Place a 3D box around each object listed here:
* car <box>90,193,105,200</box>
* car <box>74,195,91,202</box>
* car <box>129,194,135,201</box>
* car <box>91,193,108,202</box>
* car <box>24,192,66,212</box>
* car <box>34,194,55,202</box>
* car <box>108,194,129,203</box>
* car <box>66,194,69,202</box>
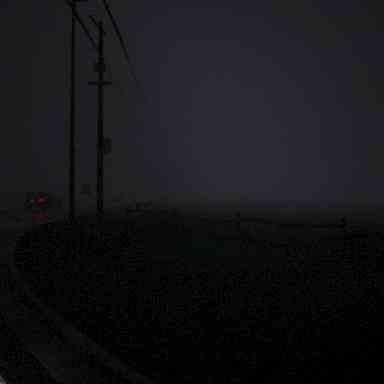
[{"bbox_3d":[-20.467,0.993,72.181,1.994,1.385,4.181,0,0,-1],"label":"car"},{"bbox_3d":[-20.205,1.191,61.766,2.033,1.411,5.357,0,0,-1],"label":"car"},{"bbox_3d":[-13.477,1.138,72.706,1.882,1.535,5.008,0,0,-1],"label":"car"},{"bbox_3d":[-16.718,1.020,62.400,2.097,1.767,4.553,0,0,-1],"label":"car"},{"bbox_3d":[-15.942,0.980,35.747,2.150,2.045,5.566,0,0,-1],"label":"car"},{"bbox_3d":[-27.203,1.094,61.617,1.837,1.490,4.892,0,0,-1],"label":"car"},{"bbox_3d":[-13.044,1.212,59.469,1.837,1.490,4.892,0,0,-1],"label":"car"},{"bbox_3d":[-23.704,1.094,61.734,1.882,1.535,5.008,0,0,-1],"label":"car"}]
